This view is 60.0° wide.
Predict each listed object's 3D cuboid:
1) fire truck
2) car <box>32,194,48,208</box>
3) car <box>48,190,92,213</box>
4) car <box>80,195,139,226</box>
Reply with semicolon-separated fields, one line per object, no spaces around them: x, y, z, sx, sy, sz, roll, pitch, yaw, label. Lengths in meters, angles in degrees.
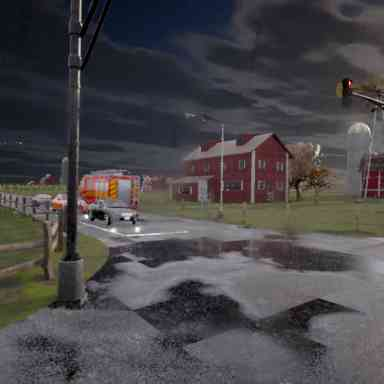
-8.098;-0.016;31.629;2.891;3.827;8.468;1;0;-35;fire truck
-16.803;0.970;37.693;1.812;1.442;4.674;1;0;-35;car
-10.737;0.934;29.078;2.097;1.767;4.553;1;0;-35;car
-5.118;1.202;21.098;2.128;1.511;4.902;1;0;-35;car
